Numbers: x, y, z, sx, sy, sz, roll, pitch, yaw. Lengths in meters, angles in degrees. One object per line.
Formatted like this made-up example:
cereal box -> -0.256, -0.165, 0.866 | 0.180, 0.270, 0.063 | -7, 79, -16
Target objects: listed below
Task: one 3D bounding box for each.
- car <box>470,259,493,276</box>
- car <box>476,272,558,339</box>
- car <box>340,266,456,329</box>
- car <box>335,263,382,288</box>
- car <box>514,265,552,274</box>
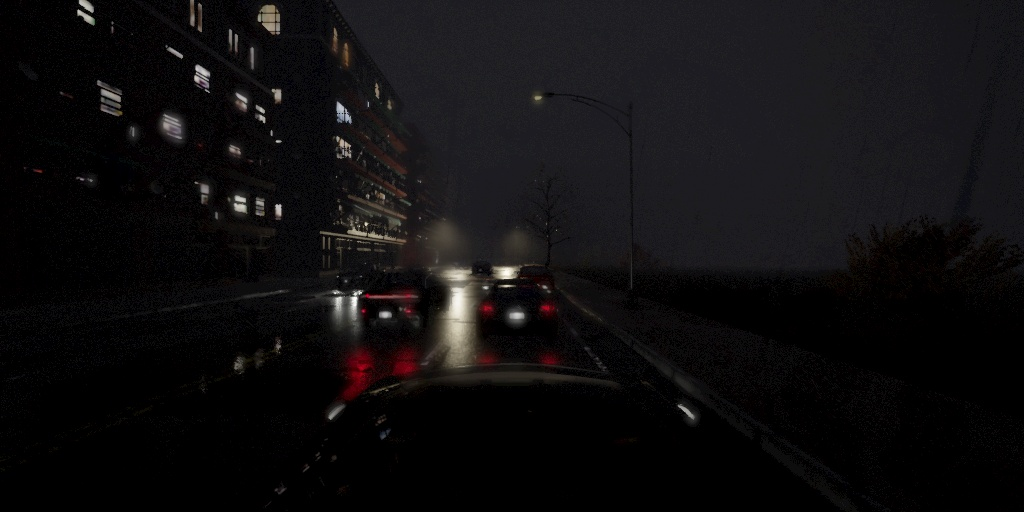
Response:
car -> -3.121, 1.228, 37.937 | 1.882, 1.535, 5.008 | 0, 0, 0
car -> 0.107, 1.315, 10.048 | 1.994, 1.385, 4.181 | 0, 0, 0
car -> -3.145, 1.242, 11.334 | 2.128, 1.511, 4.902 | 0, 0, 0
car -> -9.834, 1.243, 23.681 | 2.128, 1.511, 4.902 | 0, 0, 0
car -> 1.150, 1.230, 18.968 | 1.882, 1.535, 5.008 | 0, 0, 0
